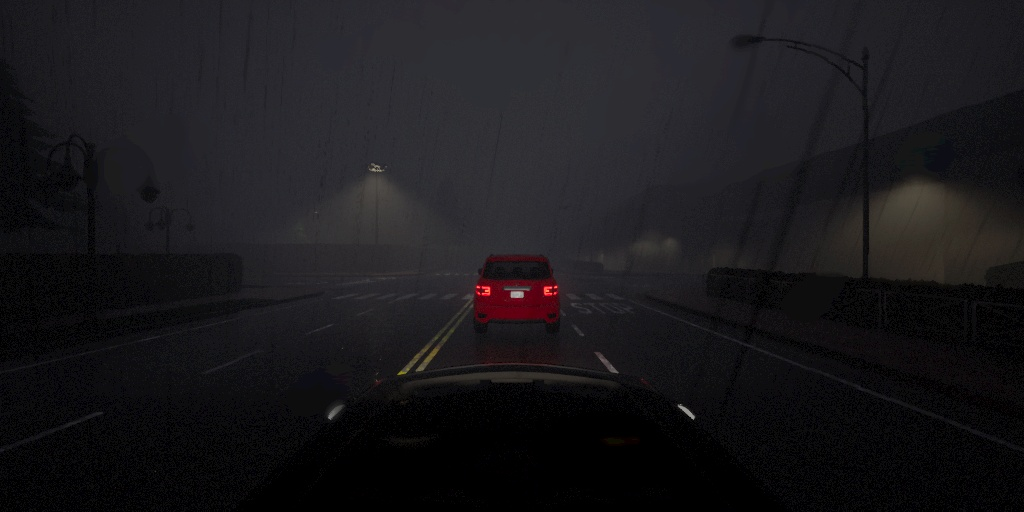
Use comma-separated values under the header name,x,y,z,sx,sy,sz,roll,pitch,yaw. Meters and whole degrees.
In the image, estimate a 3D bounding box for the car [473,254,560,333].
name,x,y,z,sx,sy,sz,roll,pitch,yaw
car,0.122,0.971,10.828,2.150,2.045,5.566,0,0,0

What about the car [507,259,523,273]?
name,x,y,z,sx,sy,sz,roll,pitch,yaw
car,0.356,1.228,45.602,1.882,1.535,5.008,0,0,1
